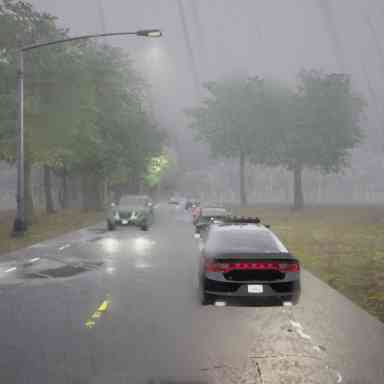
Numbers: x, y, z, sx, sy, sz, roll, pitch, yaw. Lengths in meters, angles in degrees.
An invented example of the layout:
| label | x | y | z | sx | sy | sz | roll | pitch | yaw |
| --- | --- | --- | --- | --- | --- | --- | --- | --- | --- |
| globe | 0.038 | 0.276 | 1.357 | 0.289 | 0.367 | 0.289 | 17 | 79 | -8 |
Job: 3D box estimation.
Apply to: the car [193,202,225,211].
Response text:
| label | x | y | z | sx | sy | sz | roll | pitch | yaw |
| --- | --- | --- | --- | --- | --- | --- | --- | --- | --- |
| car | 1.107 | 1.503 | 18.075 | 1.837 | 1.490 | 4.892 | 0 | 0 | 0 |

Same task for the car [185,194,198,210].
| label | x | y | z | sx | sy | sz | roll | pitch | yaw |
| --- | --- | --- | --- | --- | --- | --- | --- | --- | --- |
| car | 0.188 | 1.471 | 45.534 | 2.097 | 1.767 | 4.553 | 0 | 0 | 1 |

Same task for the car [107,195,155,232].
| label | x | y | z | sx | sy | sz | roll | pitch | yaw |
| --- | --- | --- | --- | --- | --- | --- | --- | --- | --- |
| car | -3.535 | 1.220 | 20.296 | 2.150 | 2.045 | 5.566 | 0 | 0 | 0 |

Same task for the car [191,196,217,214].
| label | x | y | z | sx | sy | sz | roll | pitch | yaw |
| --- | --- | --- | --- | --- | --- | --- | --- | --- | --- |
| car | 1.125 | 1.356 | 24.047 | 2.097 | 1.767 | 4.553 | 0 | 0 | 0 |

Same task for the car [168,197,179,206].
| label | x | y | z | sx | sy | sz | roll | pitch | yaw |
| --- | --- | --- | --- | --- | --- | --- | --- | --- | --- |
| car | -3.312 | 1.723 | 60.011 | 1.882 | 1.535 | 5.008 | 0 | 0 | 0 |

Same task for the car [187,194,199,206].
| label | x | y | z | sx | sy | sz | roll | pitch | yaw |
| --- | --- | --- | --- | --- | --- | --- | --- | --- | --- |
| car | 0.187 | 1.463 | 59.521 | 2.150 | 2.045 | 5.566 | 0 | -1 | 0 |

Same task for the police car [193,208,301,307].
| label | x | y | z | sx | sy | sz | roll | pitch | yaw |
| --- | --- | --- | --- | --- | --- | --- | --- | --- | --- |
| police car | 1.076 | 1.423 | 8.184 | 1.930 | 1.638 | 5.238 | 0 | 0 | 0 |
